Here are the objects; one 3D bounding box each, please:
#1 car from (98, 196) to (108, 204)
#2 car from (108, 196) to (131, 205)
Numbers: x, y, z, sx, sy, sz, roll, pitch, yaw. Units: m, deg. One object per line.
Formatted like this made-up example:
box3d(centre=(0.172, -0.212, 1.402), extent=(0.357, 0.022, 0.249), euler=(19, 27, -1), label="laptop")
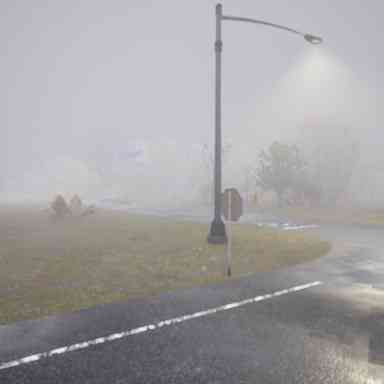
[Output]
box3d(centre=(-15.770, 1.419, 61.239), extent=(1.812, 1.442, 4.674), euler=(0, 0, -34), label="car")
box3d(centre=(-11.945, 1.507, 55.554), extent=(1.895, 1.301, 4.718), euler=(0, 0, -33), label="car")
